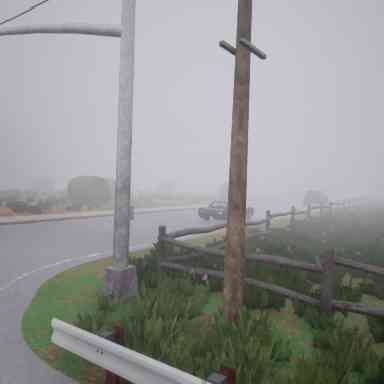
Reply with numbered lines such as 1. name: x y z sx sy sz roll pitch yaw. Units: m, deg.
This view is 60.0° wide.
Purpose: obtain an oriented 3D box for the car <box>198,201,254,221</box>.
1. car: 2.383 1.239 21.716 1.895 1.301 4.718 3 2 33

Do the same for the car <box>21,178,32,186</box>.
1. car: -39.119 -2.288 79.212 1.905 1.878 3.866 8 2 -13

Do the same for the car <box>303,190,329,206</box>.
1. car: 15.906 0.818 42.457 2.150 2.045 5.566 3 2 34
